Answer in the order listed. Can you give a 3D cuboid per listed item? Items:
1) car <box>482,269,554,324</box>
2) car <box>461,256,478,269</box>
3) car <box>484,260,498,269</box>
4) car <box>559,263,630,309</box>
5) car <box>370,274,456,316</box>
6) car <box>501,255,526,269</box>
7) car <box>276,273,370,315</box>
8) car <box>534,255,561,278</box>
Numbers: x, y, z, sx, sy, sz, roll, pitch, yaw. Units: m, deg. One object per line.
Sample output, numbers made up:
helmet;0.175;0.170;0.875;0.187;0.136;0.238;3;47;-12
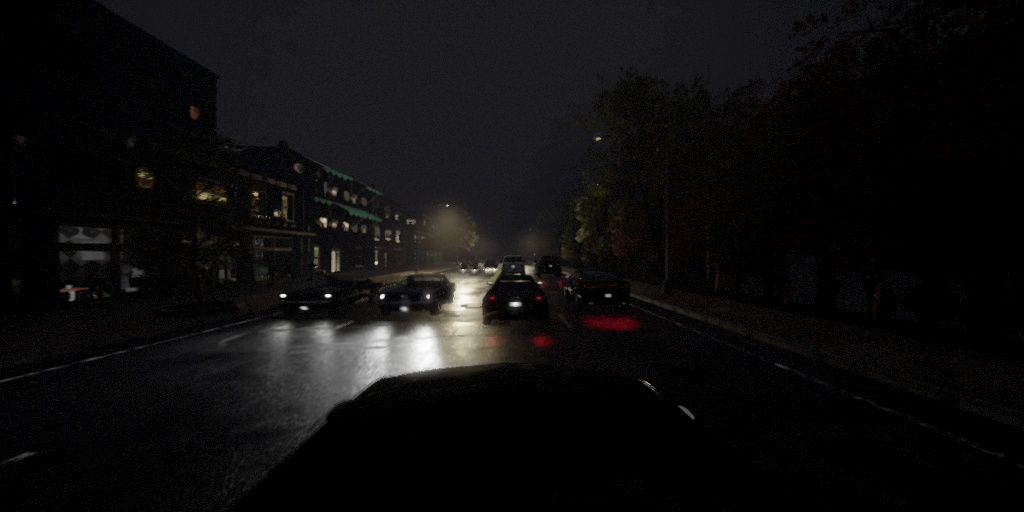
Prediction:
car;0.102;1.312;11.980;1.994;1.385;4.181;0;0;0
car;-6.540;0.955;56.358;2.150;2.045;5.566;0;0;1
car;-3.292;1.300;56.461;1.994;1.385;4.181;0;0;0
car;3.353;1.225;14.955;1.882;1.535;5.008;0;0;0
car;-3.348;1.348;13.409;1.895;1.301;4.718;0;0;0
car;0.108;0.964;33.790;2.150;2.045;5.566;0;0;0
car;-6.598;1.348;13.603;1.895;1.301;4.718;0;0;0
car;3.358;0.964;33.798;2.150;2.045;5.566;0;0;0
